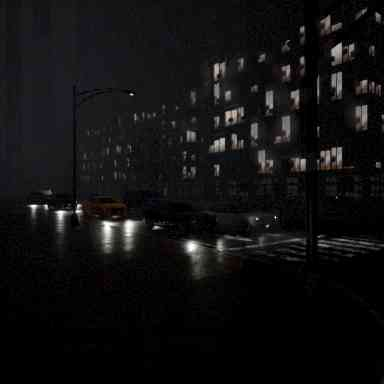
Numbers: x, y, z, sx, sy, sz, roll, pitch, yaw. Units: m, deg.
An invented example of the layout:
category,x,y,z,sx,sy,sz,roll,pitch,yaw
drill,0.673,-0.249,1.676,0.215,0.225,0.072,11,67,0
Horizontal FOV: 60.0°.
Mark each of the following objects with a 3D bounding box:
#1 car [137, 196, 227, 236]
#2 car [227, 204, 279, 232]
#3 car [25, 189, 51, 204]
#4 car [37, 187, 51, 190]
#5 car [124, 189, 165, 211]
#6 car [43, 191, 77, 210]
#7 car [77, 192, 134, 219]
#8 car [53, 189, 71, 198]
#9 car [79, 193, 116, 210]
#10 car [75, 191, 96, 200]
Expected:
category,x,y,z,sx,sy,sz,roll,pitch,yaw
car,-0.719,1.231,17.286,1.882,1.535,5.008,0,1,-37
car,2.449,1.368,18.542,1.895,1.301,4.718,0,1,-39
car,-19.206,0.708,40.958,1.837,1.490,4.892,0,1,-37
car,-28.559,-0.025,63.717,2.150,2.045,5.566,0,1,-38
car,-3.583,0.810,26.195,2.150,2.045,5.566,0,1,-38
car,-12.841,0.898,32.745,1.837,1.490,4.892,0,1,-38
car,-6.565,1.058,24.732,1.882,1.535,5.008,0,1,-38
car,-25.553,0.244,65.148,1.882,1.535,5.008,0,1,-38
car,-9.750,0.883,34.077,1.882,1.535,5.008,0,1,-38
car,-17.649,0.605,55.033,1.895,1.301,4.718,0,1,-38
